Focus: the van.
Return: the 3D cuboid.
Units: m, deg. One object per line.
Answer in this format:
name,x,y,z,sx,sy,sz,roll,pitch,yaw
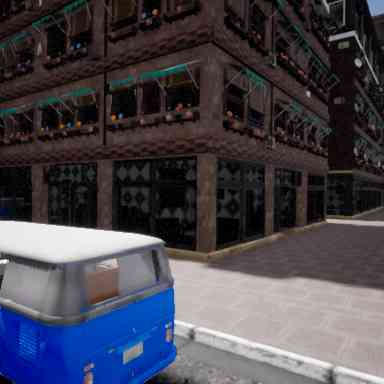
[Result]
van,-2.084,1.340,4.343,3.998,1.788,1.690,0,1,36
